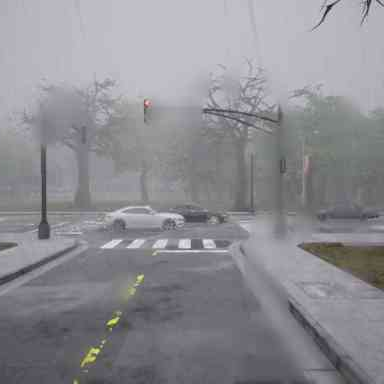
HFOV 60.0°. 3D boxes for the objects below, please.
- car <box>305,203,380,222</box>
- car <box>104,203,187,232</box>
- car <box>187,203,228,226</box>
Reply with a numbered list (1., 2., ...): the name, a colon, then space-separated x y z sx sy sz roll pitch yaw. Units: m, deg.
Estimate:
1. car: 11.824 1.564 26.330 5.357 1.411 2.033 0 0 0
2. car: -2.811 1.528 19.635 4.674 1.442 1.812 0 0 0
3. car: 0.005 1.508 22.883 4.892 1.490 1.837 0 0 0
